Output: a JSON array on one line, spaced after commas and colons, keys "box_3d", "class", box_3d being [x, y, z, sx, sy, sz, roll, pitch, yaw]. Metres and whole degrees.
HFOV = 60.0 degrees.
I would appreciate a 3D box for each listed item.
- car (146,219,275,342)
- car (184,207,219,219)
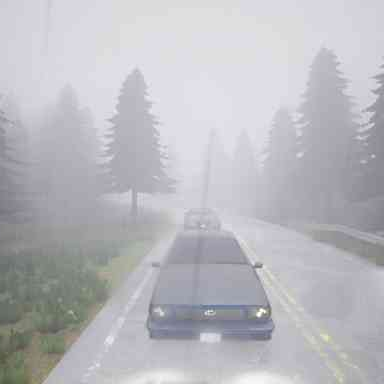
[{"box_3d": [0.303, 1.558, 7.101, 2.033, 1.411, 5.357, 0, 0, 1], "class": "car"}, {"box_3d": [0.520, 1.584, 19.343, 1.994, 1.385, 4.181, 0, 0, -2], "class": "car"}]
